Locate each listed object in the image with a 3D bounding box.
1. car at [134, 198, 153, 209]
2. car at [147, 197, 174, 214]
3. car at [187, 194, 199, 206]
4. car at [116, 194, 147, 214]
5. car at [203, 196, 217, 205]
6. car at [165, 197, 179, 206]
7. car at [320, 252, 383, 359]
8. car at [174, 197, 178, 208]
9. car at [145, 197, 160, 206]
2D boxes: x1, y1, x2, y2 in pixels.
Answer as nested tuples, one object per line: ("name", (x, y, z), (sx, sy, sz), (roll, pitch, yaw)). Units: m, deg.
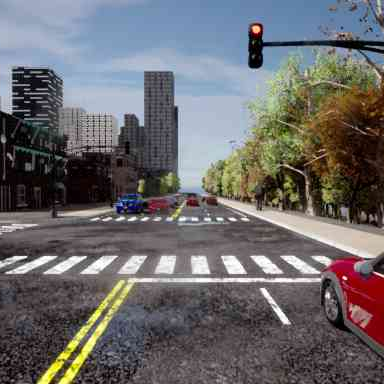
("car", (-6.567, 1.585, 45.543), (1.895, 1.301, 4.718), (0, 0, 0))
("car", (-3.324, 1.466, 35.545), (1.882, 1.535, 5.008), (0, 0, 0))
("car", (0.120, 1.544, 54.711), (1.994, 1.385, 4.181), (0, 0, 0))
("car", (-6.571, 1.210, 35.797), (2.150, 2.045, 5.566), (0, 0, 0))
("car", (3.370, 1.456, 58.141), (1.882, 1.535, 5.008), (0, 0, 0))
("car", (-3.303, 1.527, 56.017), (2.033, 1.411, 5.357), (0, 0, 0))
("car", (3.350, 1.351, 4.175), (2.097, 1.767, 4.553), (0, 0, 0))
("car", (-3.315, 1.532, 45.444), (2.033, 1.411, 5.357), (0, 0, 0))
("car", (-6.551, 1.544, 55.572), (1.994, 1.385, 4.181), (0, 0, 1))
